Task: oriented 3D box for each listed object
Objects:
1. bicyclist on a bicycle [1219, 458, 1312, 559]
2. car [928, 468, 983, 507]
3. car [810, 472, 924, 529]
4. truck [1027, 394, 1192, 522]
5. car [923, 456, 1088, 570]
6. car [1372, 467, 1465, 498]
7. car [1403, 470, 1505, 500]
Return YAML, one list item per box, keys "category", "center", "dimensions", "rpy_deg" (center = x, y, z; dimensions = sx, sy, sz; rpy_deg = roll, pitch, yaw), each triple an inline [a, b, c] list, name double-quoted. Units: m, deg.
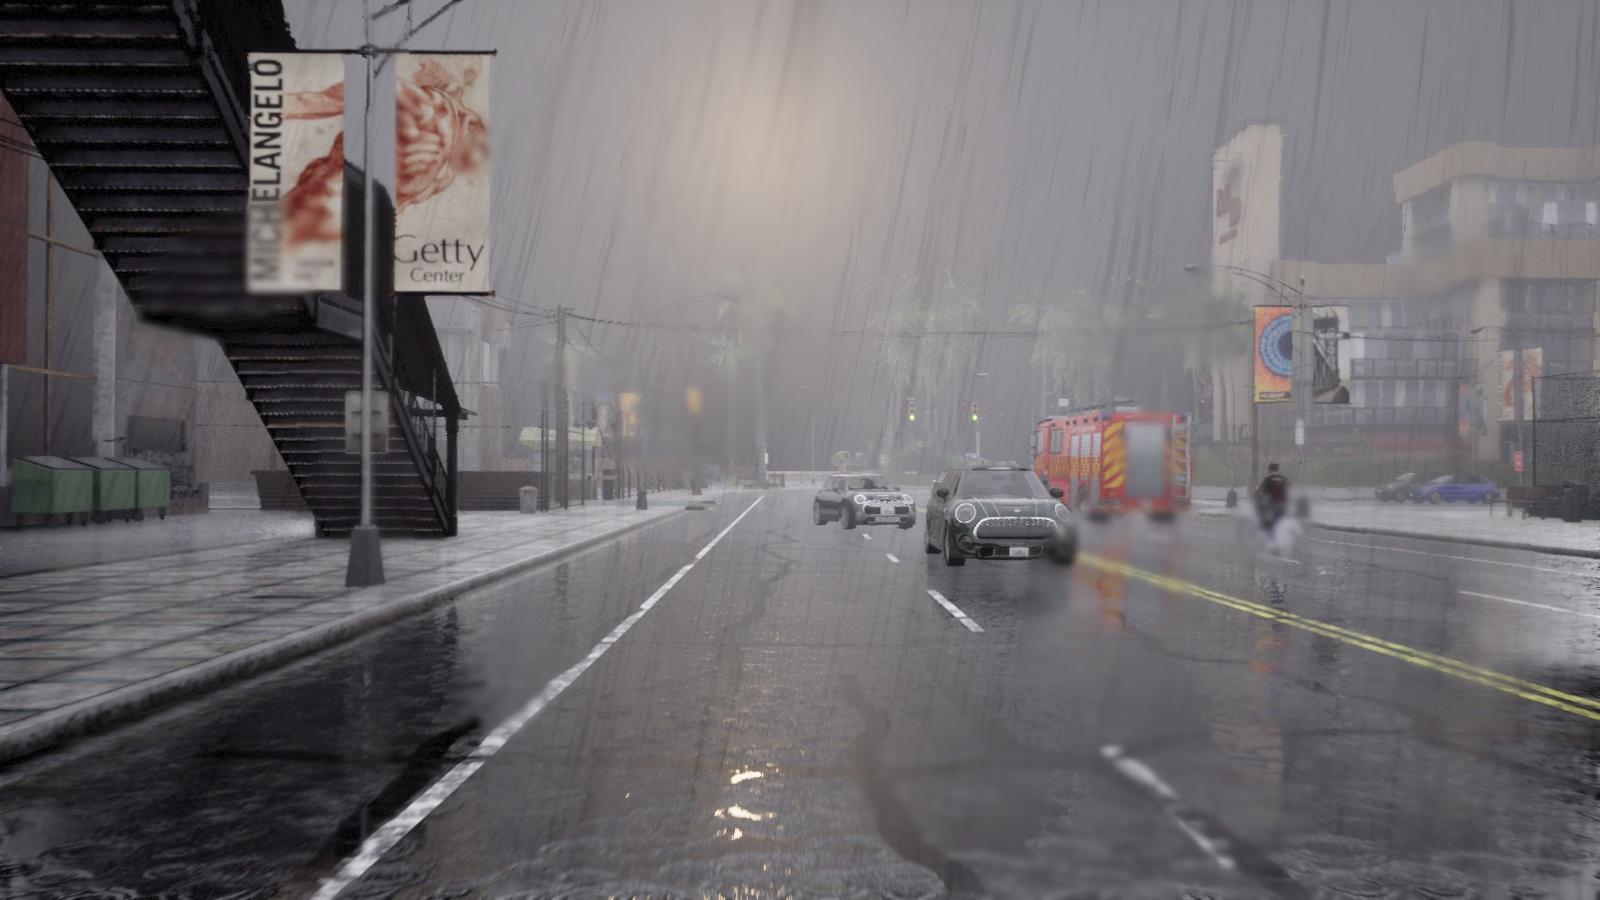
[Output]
- category: "bicyclist on a bicycle"
  center: [8.545, 1.039, 23.139]
  dimensions: [0.659, 1.776, 1.843]
  rpy_deg: [0, -1, -15]
- category: "car"
  center: [6.677, 1.594, 54.217]
  dimensions: [1.851, 1.617, 3.988]
  rpy_deg: [0, -1, 0]
- category: "car"
  center: [1.781, 1.353, 34.650]
  dimensions: [1.970, 1.475, 3.806]
  rpy_deg: [0, -1, -17]
- category: "truck"
  center: [10.061, 0.312, 41.905]
  dimensions: [2.891, 3.827, 8.468]
  rpy_deg: [0, -1, -4]
- category: "car"
  center: [3.435, 1.026, 21.914]
  dimensions: [2.097, 1.767, 4.553]
  rpy_deg: [0, -1, 0]
- category: "car"
  center: [32.831, 1.701, 66.716]
  dimensions: [3.988, 1.617, 1.851]
  rpy_deg: [0, -1, -1]
- category: "car"
  center: [32.907, 1.757, 63.228]
  dimensions: [4.193, 1.474, 1.816]
  rpy_deg: [0, -1, -1]
